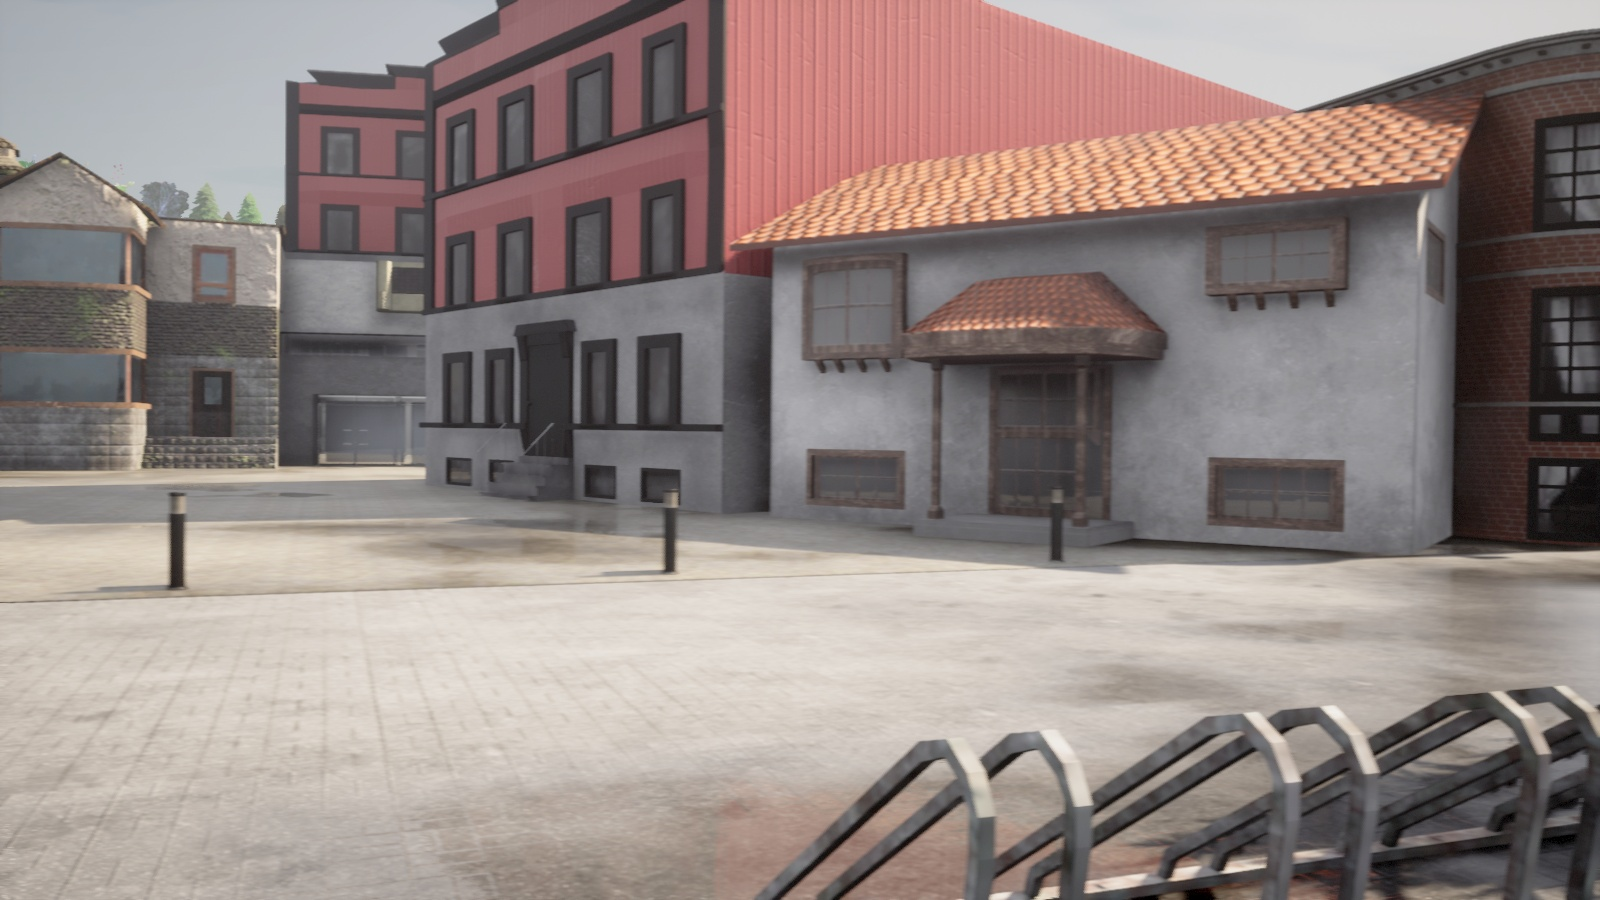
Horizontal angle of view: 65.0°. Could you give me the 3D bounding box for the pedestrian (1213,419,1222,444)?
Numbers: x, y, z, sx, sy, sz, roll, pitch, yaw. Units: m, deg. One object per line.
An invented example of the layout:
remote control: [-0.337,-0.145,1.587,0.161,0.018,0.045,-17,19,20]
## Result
pedestrian: [30.734,-1.329,92.443,0.345,1.836,0.594,-1,1,-25]
